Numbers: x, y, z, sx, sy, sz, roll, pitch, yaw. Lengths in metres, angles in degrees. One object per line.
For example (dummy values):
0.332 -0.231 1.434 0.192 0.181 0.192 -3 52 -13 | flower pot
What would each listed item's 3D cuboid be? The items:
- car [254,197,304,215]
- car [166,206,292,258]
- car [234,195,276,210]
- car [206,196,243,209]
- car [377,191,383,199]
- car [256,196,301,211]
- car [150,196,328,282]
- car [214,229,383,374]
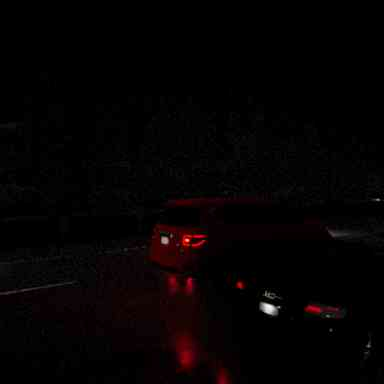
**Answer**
8.215 1.275 31.349 4.892 1.490 1.837 0 0 -35 | car
1.594 1.433 13.483 4.902 1.511 2.128 -1 0 -36 | car
7.499 1.189 39.437 5.008 1.535 1.882 -1 1 -35 | car
4.065 1.300 41.284 4.181 1.385 1.994 -1 1 -35 | car
38.497 0.502 65.736 4.553 1.767 2.097 -1 1 -36 | car
9.512 1.204 36.572 4.902 1.511 2.128 -1 1 -35 | car
1.551 1.181 9.167 5.566 2.045 2.150 0 0 -36 | car
2.666 1.531 5.649 4.181 1.385 1.994 0 0 -36 | car
